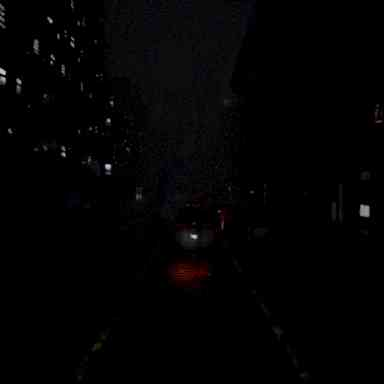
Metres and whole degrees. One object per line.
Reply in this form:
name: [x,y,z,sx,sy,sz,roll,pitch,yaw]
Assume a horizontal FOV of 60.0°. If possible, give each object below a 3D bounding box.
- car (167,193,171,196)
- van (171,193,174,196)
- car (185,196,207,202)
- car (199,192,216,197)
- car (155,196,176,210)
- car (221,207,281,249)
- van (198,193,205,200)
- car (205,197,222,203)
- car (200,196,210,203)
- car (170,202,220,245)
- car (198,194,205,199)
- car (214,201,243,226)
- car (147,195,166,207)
car: [-5.332,1.275,59.688,1.967,1.590,4.097,-1,0,0]
van: [-5.336,1.121,82.292,1.690,1.788,3.998,-1,0,0]
car: [0.090,1.399,31.850,2.128,1.511,4.902,0,0,0]
car: [2.537,1.179,48.152,2.192,1.841,5.009,-1,0,0]
car: [-2.847,1.451,39.571,1.994,1.385,4.181,0,0,0]
car: [2.522,1.524,14.166,1.947,1.339,4.313,-1,0,0]
van: [2.544,1.108,87.802,1.690,1.788,3.998,-1,0,0]
car: [2.520,1.461,31.160,2.008,1.369,4.403,-1,0,0]
car: [2.549,1.404,65.145,1.802,1.307,4.206,-1,0,0]
car: [0.090,1.461,15.360,1.837,1.490,4.892,0,1,0]
car: [2.546,1.336,93.467,1.802,1.307,4.206,-1,0,0]
car: [2.521,1.486,19.831,1.887,1.381,4.507,-1,0,0]
car: [-5.331,1.303,48.385,1.967,1.590,4.097,-1,0,0]
